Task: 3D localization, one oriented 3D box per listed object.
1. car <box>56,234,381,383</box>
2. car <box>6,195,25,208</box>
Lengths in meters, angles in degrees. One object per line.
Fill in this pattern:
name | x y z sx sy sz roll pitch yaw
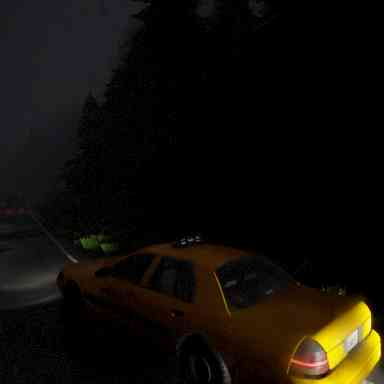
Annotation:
car | -0.255 1.418 5.069 5.366 1.575 1.801 1 1 44
car | -21.208 1.058 40.006 2.128 1.511 4.902 -2 2 -27
